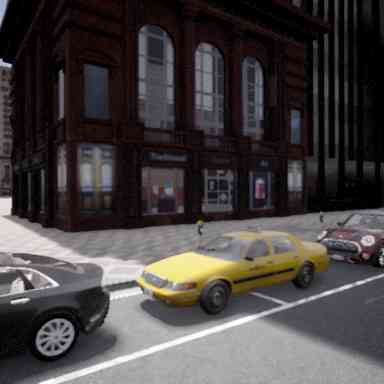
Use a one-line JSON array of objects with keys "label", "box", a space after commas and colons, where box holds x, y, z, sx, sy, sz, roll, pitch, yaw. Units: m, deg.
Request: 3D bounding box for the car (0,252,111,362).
[{"label": "car", "box": [-3.277, 1.557, 4.300, 4.403, 1.369, 2.008, -1, 0, -36]}]

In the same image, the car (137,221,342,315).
[{"label": "car", "box": [1.161, 1.487, 7.491, 4.829, 1.417, 1.752, -1, 0, -36]}]

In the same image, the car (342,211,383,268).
[{"label": "car", "box": [5.875, 1.355, 10.880, 4.097, 1.590, 1.967, -1, 0, -36]}]
